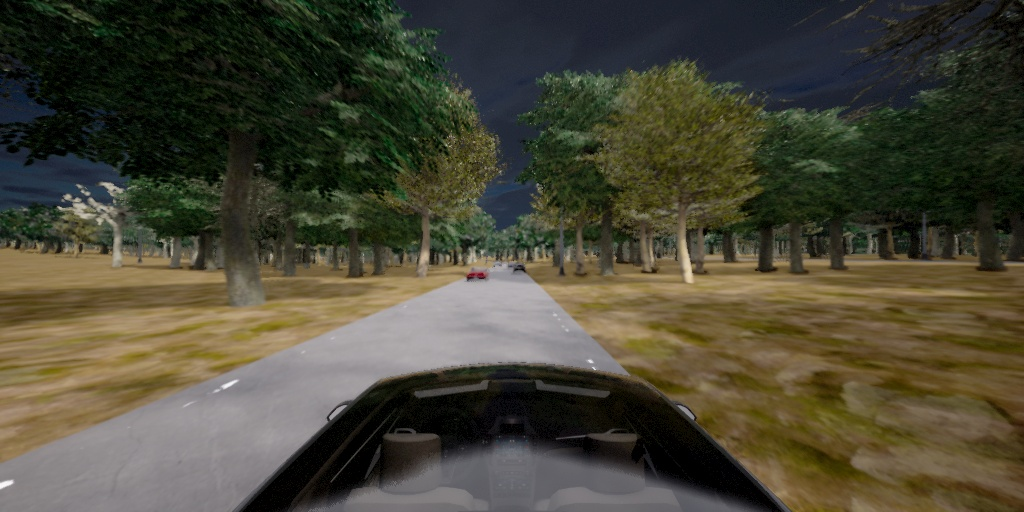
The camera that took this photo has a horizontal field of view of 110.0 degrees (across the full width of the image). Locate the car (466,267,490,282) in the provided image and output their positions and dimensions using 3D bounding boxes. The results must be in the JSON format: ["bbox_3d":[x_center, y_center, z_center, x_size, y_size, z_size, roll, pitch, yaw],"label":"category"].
[{"bbox_3d":[-3.071,1.647,33.011,1.895,1.301,4.718,0,-1,0],"label":"car"}]

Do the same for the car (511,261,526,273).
[{"bbox_3d":[1.078,1.748,53.508,1.837,1.490,4.892,0,-1,0],"label":"car"}]
